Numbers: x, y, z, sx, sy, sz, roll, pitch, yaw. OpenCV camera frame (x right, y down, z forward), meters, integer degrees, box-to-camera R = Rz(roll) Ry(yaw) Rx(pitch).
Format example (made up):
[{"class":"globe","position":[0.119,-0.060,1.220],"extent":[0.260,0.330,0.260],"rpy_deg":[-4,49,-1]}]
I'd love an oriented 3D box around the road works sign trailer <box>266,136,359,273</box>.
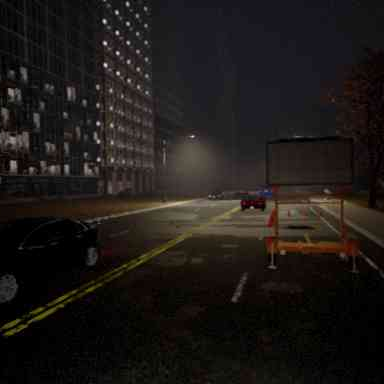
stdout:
[{"class":"road works sign trailer","position":[3.449,0.201,9.884],"extent":[2.380,3.560,2.880],"rpy_deg":[0,1,15]}]

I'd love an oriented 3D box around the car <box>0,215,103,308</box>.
[{"class":"car","position":[-3.946,1.381,7.858],"extent":[1.837,1.490,4.892],"rpy_deg":[0,1,15]}]

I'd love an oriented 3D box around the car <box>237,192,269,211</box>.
[{"class":"car","position":[5.418,0.901,28.879],"extent":[1.895,1.301,4.718],"rpy_deg":[0,1,15]}]

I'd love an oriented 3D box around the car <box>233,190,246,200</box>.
[{"class":"car","position":[7.083,0.436,47.819],"extent":[1.994,1.385,4.181],"rpy_deg":[0,1,16]}]

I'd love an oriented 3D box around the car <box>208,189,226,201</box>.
[{"class":"car","position":[3.628,0.426,47.532],"extent":[1.837,1.490,4.892],"rpy_deg":[0,2,16]}]

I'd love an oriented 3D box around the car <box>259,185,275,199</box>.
[{"class":"car","position":[11.329,-0.018,50.356],"extent":[2.150,2.045,5.566],"rpy_deg":[0,1,15]}]
